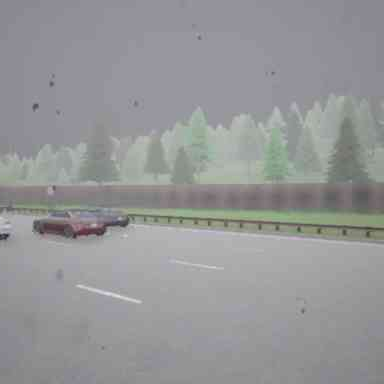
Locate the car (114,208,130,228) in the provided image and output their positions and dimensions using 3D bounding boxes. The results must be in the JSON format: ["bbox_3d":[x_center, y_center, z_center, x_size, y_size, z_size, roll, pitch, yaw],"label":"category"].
[{"bbox_3d":[-5.936,1.551,21.122,4.181,1.385,1.994,0,0,36],"label":"car"}]

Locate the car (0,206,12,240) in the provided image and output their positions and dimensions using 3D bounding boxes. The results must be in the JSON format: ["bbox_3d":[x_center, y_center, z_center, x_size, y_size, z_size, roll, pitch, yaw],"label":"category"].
[{"bbox_3d":[-10.254,1.513,15.605,4.674,1.442,1.812,0,0,36],"label":"car"}]

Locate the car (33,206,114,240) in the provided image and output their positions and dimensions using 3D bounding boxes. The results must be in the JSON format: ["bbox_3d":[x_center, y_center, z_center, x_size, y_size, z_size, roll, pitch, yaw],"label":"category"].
[{"bbox_3d":[-6.324,1.553,17.099,4.181,1.385,1.994,0,0,36],"label":"car"}]
